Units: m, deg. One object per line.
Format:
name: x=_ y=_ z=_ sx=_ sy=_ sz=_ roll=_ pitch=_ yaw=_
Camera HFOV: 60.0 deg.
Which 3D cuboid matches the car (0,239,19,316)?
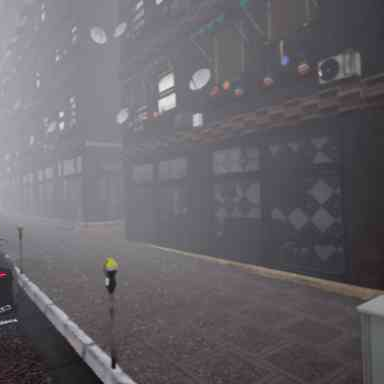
car: x=-4.830 y=1.496 z=6.682 sx=1.837 sy=1.490 sz=4.892 roll=-1 pitch=1 yaw=-37
